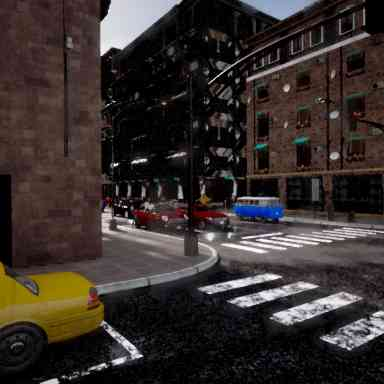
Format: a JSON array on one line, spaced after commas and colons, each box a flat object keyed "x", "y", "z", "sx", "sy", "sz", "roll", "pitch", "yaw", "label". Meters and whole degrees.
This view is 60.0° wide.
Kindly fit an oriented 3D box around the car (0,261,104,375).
[{"x": -3.574, "y": 1.525, "z": 4.015, "sx": 4.829, "sy": 1.417, "sz": 1.752, "roll": 0, "pitch": 0, "yaw": -36, "label": "car"}]

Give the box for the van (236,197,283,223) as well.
[{"x": 4.904, "y": 1.280, "z": 24.931, "sx": 1.690, "sy": 1.788, "sz": 3.998, "roll": 0, "pitch": 0, "yaw": -36, "label": "van"}]

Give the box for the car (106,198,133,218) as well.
[{"x": -5.630, "y": 1.473, "z": 29.566, "sx": 1.837, "sy": 1.490, "sz": 4.892, "roll": -1, "pitch": 0, "yaw": -36, "label": "car"}]

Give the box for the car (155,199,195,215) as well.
[{"x": -1.857, "y": 1.449, "z": 34.225, "sx": 1.752, "sy": 1.417, "sz": 4.829, "roll": 0, "pitch": 0, "yaw": -36, "label": "car"}]

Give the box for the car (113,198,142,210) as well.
[{"x": -8.417, "y": 1.463, "z": 43.244, "sx": 1.887, "sy": 1.381, "sz": 4.507, "roll": -1, "pitch": 0, "yaw": -36, "label": "car"}]

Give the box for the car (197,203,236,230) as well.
[{"x": 0.416, "y": 1.508, "z": 21.261, "sx": 1.812, "sy": 1.442, "sz": 4.674, "roll": -1, "pitch": 0, "yaw": -34, "label": "car"}]

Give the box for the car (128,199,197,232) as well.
[{"x": -1.883, "y": 1.441, "z": 20.016, "sx": 1.967, "sy": 1.590, "sz": 4.097, "roll": 0, "pitch": 0, "yaw": -36, "label": "car"}]

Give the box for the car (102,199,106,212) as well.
[{"x": -11.903, "y": 1.182, "z": 38.205, "sx": 2.150, "sy": 2.045, "sz": 5.566, "roll": -1, "pitch": 0, "yaw": -36, "label": "car"}]

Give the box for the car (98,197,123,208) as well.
[{"x": -11.748, "y": 1.463, "z": 47.822, "sx": 1.887, "sy": 1.381, "sz": 4.507, "roll": -1, "pitch": 0, "yaw": -36, "label": "car"}]
